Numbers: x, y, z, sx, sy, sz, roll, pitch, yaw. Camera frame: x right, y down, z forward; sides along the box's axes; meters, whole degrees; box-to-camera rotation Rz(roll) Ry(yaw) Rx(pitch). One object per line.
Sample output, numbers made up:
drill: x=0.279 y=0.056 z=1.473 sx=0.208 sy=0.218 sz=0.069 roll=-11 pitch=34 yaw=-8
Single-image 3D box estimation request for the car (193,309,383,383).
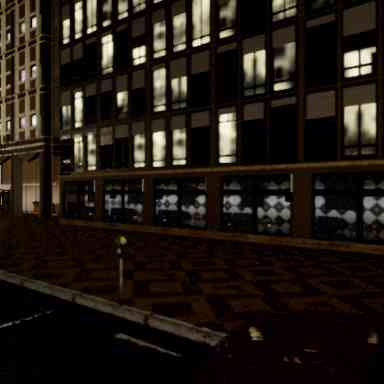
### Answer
car: x=2.216 y=1.315 z=1.293 sx=5.009 sy=1.841 sz=2.192 roll=0 pitch=0 yaw=36
